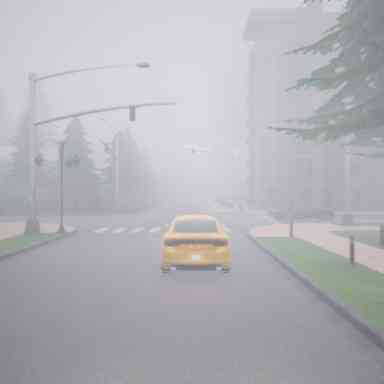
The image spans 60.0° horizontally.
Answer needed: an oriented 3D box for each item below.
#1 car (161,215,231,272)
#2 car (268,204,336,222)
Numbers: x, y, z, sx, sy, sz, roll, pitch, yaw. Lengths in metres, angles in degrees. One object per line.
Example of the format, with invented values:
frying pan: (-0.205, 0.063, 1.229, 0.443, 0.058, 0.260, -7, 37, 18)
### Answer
car: (0.104, 1.465, 10.731, 1.882, 1.535, 5.008, 0, 0, 0)
car: (8.363, 1.586, 25.410, 4.718, 1.301, 1.895, 0, 0, -3)
